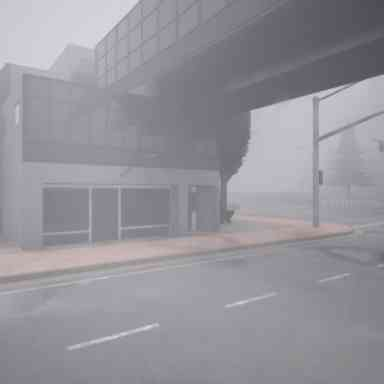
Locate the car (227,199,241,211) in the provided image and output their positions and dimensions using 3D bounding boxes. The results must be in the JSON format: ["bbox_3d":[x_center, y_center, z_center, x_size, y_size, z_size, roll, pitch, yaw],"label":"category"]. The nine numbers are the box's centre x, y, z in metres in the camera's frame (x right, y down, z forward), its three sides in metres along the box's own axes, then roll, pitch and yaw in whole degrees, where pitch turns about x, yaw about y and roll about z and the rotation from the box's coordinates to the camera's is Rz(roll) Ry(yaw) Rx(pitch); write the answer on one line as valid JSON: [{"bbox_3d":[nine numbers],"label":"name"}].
[{"bbox_3d":[3.873,1.493,40.579,1.812,1.442,4.674,0,0,-36],"label":"car"}]

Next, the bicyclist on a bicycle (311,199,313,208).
[{"bbox_3d":[15.812,1.255,42.785,1.656,1.620,0.582,0,0,-36],"label":"bicyclist on a bicycle"}]
